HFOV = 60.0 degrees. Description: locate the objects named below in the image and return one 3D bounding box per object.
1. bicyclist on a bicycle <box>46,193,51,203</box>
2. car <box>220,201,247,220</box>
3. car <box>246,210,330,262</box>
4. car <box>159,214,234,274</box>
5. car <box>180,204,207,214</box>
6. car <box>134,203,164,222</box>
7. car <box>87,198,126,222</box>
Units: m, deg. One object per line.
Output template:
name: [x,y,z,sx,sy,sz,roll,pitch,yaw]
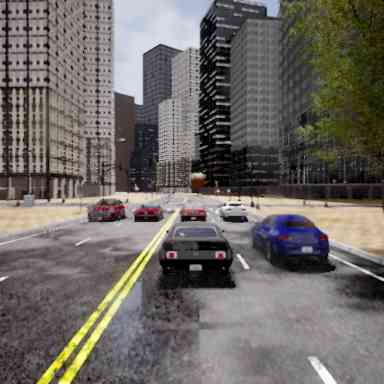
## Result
bicyclist on a bicycle: [-24.691,1.006,57.307,0.582,1.620,1.656,0,1,1]
car: [3.358,1.475,27.246,1.812,1.442,4.674,0,0,0]
car: [3.356,1.507,11.979,1.812,1.442,4.674,0,0,0]
car: [0.103,1.585,10.470,1.895,1.301,4.718,0,0,0]
car: [0.107,1.554,25.515,1.895,1.301,4.718,0,0,0]
car: [-3.328,1.553,26.177,1.895,1.301,4.718,0,0,0]
car: [-6.576,1.303,26.000,2.097,1.767,4.553,0,0,0]
